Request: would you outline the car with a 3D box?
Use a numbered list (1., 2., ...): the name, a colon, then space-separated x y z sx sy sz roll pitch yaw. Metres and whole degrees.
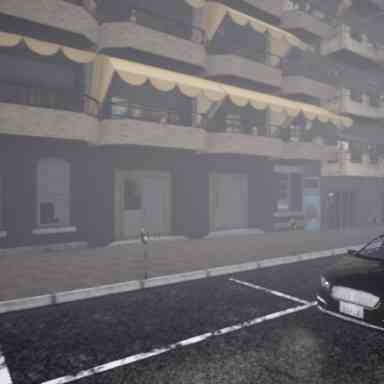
1. car: 4.448 1.576 6.557 4.902 1.511 2.128 1 -1 -36
